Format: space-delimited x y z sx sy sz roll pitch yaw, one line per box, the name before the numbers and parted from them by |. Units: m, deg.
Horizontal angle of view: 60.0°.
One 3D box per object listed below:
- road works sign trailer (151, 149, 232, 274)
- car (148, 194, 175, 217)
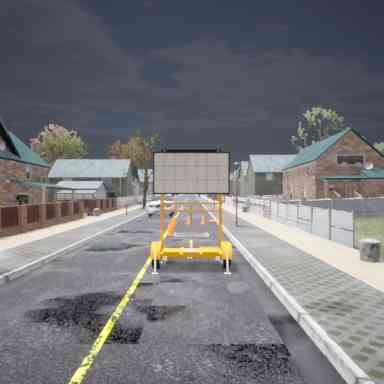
road works sign trailer | -0.022 0.467 10.519 2.380 3.560 2.880 0 0 0
car | -2.817 1.226 31.309 2.150 2.045 5.566 0 0 0
